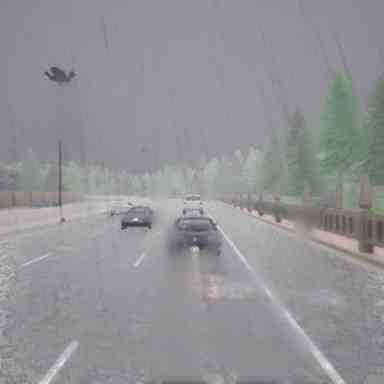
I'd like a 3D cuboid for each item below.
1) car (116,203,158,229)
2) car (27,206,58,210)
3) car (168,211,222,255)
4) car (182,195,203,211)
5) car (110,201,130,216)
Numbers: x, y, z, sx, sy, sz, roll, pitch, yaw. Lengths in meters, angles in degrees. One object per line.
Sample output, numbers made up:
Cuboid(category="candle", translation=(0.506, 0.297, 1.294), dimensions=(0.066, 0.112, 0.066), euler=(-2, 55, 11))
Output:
Cuboid(category="car", translation=(-3.399, 1.642, 22.114), dimensions=(1.994, 1.385, 4.181), euler=(0, 0, 0))
Cuboid(category="car", translation=(-14.089, 1.603, 32.069), dimensions=(2.128, 1.511, 4.902), euler=(0, 0, 0))
Cuboid(category="car", translation=(0.100, 1.649, 13.522), dimensions=(1.895, 1.301, 4.718), euler=(0, 0, 0))
Cuboid(category="car", translation=(0.098, 1.357, 38.128), dimensions=(2.150, 2.045, 5.566), euler=(0, 0, 0))
Cuboid(category="car", translation=(-6.901, 1.643, 33.398), dimensions=(1.812, 1.442, 4.674), euler=(0, 0, 0))
